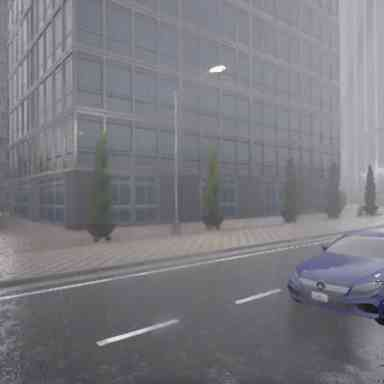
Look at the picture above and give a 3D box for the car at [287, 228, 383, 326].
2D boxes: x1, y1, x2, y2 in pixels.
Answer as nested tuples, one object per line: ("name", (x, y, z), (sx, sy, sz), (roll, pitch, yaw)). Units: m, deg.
("car", (4.033, 1.559, 7.247), (4.674, 1.442, 1.812), (0, -1, -39))
